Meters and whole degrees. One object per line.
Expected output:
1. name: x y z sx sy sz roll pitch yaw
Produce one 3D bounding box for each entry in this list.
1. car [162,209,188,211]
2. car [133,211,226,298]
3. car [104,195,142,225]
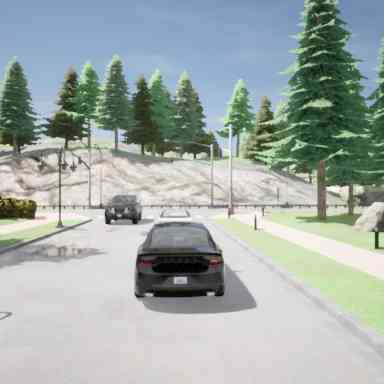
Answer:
1. car: -0.978 1.600 18.989 1.895 1.301 4.718 0 0 -4
2. car: -0.340 1.477 8.599 1.882 1.535 5.008 0 0 -3
3. car: -4.974 1.220 24.684 2.150 2.045 5.566 0 0 -4
